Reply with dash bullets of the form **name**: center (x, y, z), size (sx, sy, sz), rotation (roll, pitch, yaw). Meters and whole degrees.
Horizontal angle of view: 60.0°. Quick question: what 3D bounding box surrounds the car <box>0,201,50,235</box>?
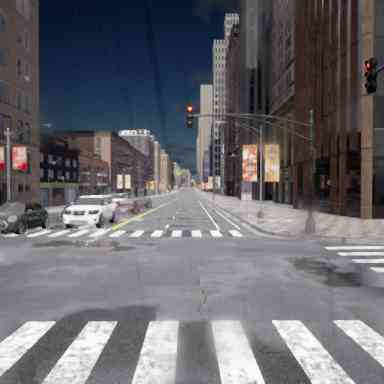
- **car**: center (-9.845, 1.351, 18.654), size (2.097, 1.767, 4.553), rotation (0, 0, 0)

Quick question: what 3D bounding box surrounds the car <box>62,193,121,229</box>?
- **car**: center (-6.585, 1.223, 22.110), size (2.150, 2.045, 5.566), rotation (0, 0, 0)

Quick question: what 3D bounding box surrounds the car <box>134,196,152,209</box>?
- **car**: center (-6.580, 1.505, 45.848), size (1.837, 1.490, 4.892), rotation (0, 0, 0)

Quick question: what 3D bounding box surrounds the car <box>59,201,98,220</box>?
- **car**: center (-9.847, 1.565, 29.261), size (1.994, 1.385, 4.181), rotation (0, 0, -1)

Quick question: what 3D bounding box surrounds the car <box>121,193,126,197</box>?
- **car**: center (-9.836, 1.217, 43.074), size (2.150, 2.045, 5.566), rotation (0, 1, 0)

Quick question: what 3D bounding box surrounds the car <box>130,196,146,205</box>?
- **car**: center (-9.741, 1.499, 60.036), size (2.128, 1.511, 4.902), rotation (0, 0, 0)

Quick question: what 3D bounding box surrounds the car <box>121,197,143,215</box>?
- **car**: center (-6.594, 1.528, 34.411), size (1.812, 1.442, 4.674), rotation (0, 0, 0)
